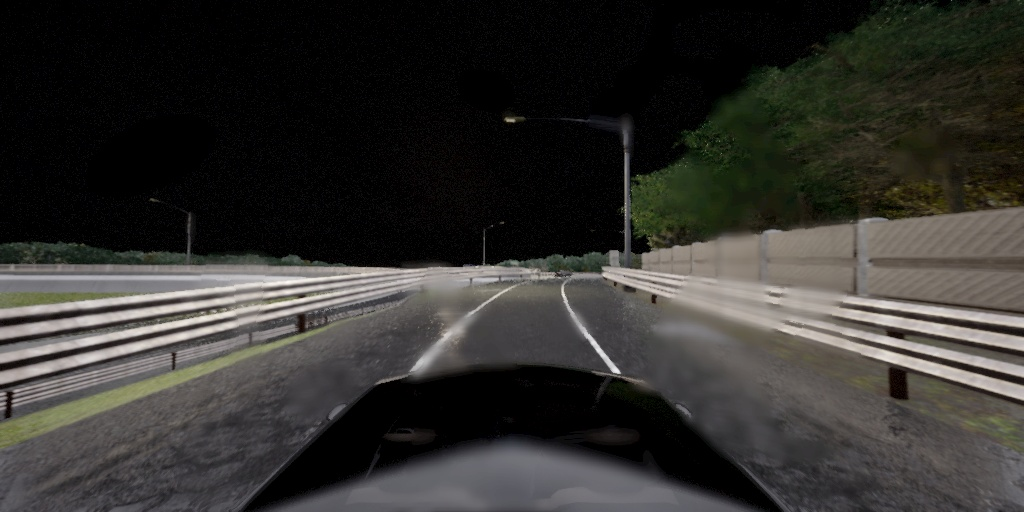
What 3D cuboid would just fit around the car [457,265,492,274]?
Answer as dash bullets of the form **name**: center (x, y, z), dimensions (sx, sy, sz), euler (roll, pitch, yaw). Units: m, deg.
- **car**: center (-5.999, 2.592, 61.559), dimensions (5.566, 2.045, 2.150), euler (2, -4, -32)
